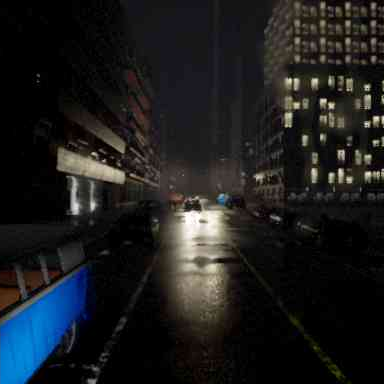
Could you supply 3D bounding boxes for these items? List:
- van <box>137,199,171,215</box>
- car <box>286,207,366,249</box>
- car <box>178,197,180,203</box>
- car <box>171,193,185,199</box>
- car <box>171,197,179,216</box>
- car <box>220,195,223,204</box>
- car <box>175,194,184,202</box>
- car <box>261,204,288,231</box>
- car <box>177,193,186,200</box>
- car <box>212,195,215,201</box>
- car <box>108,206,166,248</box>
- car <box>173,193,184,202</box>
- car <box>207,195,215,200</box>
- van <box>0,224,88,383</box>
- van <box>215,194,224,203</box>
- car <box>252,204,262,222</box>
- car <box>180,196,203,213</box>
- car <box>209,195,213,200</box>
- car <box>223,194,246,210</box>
[{"bbox_3d":[-2.465,1.319,20.434,1.690,1.788,3.998,2,0,0],"label":"van"},{"bbox_3d":[5.949,1.584,14.677,2.008,1.369,4.403,1,0,0],"label":"car"},{"bbox_3d":[-2.586,1.544,37.529,1.802,1.307,4.206,2,0,0],"label":"car"},{"bbox_3d":[-2.732,1.246,60.325,2.192,1.841,5.009,2,0,0],"label":"car"},{"bbox_3d":[-2.547,1.519,31.831,2.008,1.369,4.403,2,0,0],"label":"car"},{"bbox_3d":[5.719,1.550,48.864,2.008,1.369,4.403,1,0,0],"label":"car"},{"bbox_3d":[-2.850,1.342,77.420,1.967,1.590,4.097,2,0,0],"label":"car"},{"bbox_3d":[5.910,1.581,20.374,2.008,1.369,4.403,1,0,0],"label":"car"},{"bbox_3d":[-2.961,1.182,94.514,2.192,1.841,5.009,2,0,0],"label":"car"},{"bbox_3d":[5.580,1.539,65.957,1.947,1.339,4.313,1,0,0],"label":"car"},{"bbox_3d":[-2.433,1.547,14.737,1.947,1.339,4.313,1,0,0],"label":"car"},{"bbox_3d":[-2.808,1.227,71.720,2.192,1.841,5.009,2,0,0],"label":"car"},{"bbox_3d":[5.380,1.485,94.446,1.947,1.339,4.313,2,0,0],"label":"car"},{"bbox_3d":[-2.350,1.326,3.336,1.690,1.788,3.998,1,0,0],"label":"van"},{"bbox_3d":[5.658,1.324,60.260,1.690,1.788,3.998,1,0,0],"label":"van"},{"bbox_3d":[5.872,1.570,26.072,1.887,1.381,4.507,1,0,0],"label":"car"},{"bbox_3d":[0.096,1.471,36.530,2.128,1.511,4.902,0,0,0],"label":"car"},{"bbox_3d":[5.494,1.535,77.352,1.802,1.307,4.206,1,0,0],"label":"car"},{"bbox_3d":[5.763,1.322,43.166,2.192,1.841,5.009,1,0,0],"label":"car"}]
